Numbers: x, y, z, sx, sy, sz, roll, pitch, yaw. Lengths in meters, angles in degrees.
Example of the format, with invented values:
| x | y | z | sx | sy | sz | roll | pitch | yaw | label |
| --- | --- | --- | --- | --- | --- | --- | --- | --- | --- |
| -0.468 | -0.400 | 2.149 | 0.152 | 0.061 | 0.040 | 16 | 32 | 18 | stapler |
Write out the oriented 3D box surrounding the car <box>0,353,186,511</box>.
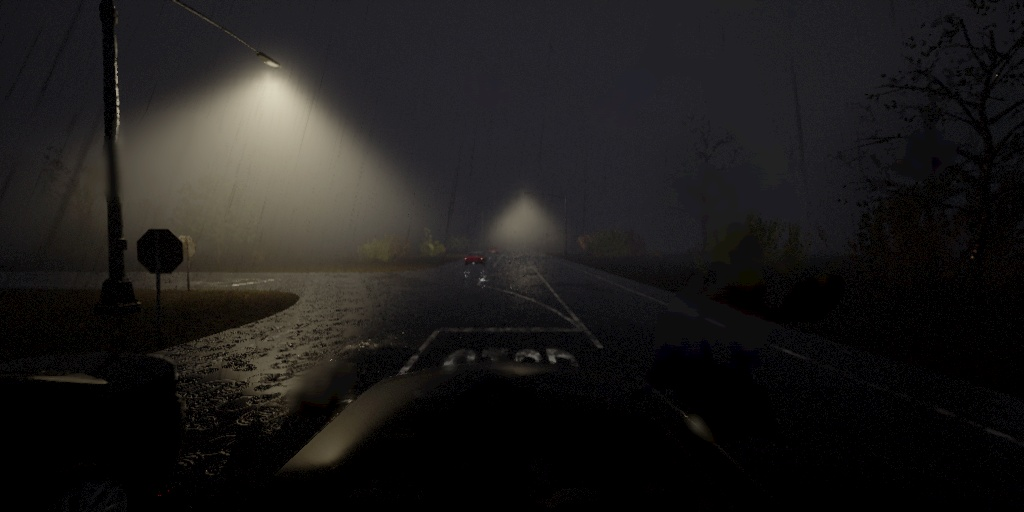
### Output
| x | y | z | sx | sy | sz | roll | pitch | yaw | label |
| --- | --- | --- | --- | --- | --- | --- | --- | --- | --- |
| -3.509 | 1.262 | 0.678 | 1.882 | 1.535 | 5.008 | 0 | 2 | 0 | car |

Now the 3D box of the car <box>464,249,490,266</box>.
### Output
| x | y | z | sx | sy | sz | roll | pitch | yaw | label |
| --- | --- | --- | --- | --- | --- | --- | --- | --- | --- |
| -3.402 | 0.244 | 33.937 | 1.895 | 1.301 | 4.718 | 0 | 2 | 0 | car |
